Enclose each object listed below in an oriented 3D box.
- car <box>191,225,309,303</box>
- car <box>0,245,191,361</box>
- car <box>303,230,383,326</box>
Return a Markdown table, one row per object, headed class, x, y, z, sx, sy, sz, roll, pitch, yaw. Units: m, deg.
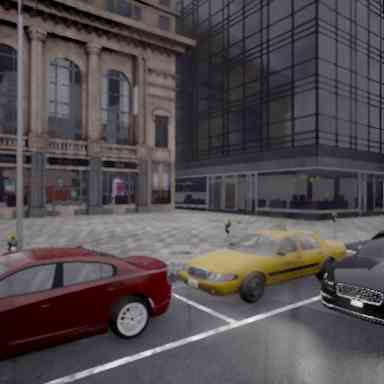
| class | x | y | z | sx | sy | sz | roll | pitch | yaw |
| --- | --- | --- | --- | --- | --- | --- | --- | --- | --- |
| car | 1.977 | 1.529 | 8.210 | 4.829 | 1.417 | 1.752 | 0 | 0 | -36 |
| car | -2.442 | 1.565 | 5.011 | 4.507 | 1.381 | 1.887 | 0 | 0 | -36 |
| car | 4.566 | 1.493 | 6.686 | 4.892 | 1.490 | 1.837 | 0 | 0 | -36 |
